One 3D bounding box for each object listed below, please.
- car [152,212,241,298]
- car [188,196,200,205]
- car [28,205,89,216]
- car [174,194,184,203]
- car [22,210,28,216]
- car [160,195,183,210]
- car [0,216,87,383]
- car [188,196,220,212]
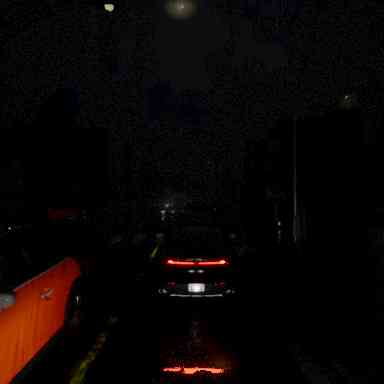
[{"bbox_3d":[0.103,1.502,8.512,1.837,1.490,4.892,0,0,0],"label":"car"},{"bbox_3d":[0.302,1.479,58.983,2.033,1.411,5.357,0,0,0],"label":"car"},{"bbox_3d":[-10.375,1.602,25.226,4.718,1.301,1.895,0,-1,-1],"label":"car"},{"bbox_3d":[-2.605,1.486,54.514,2.033,1.411,5.357,0,0,1],"label":"car"},{"bbox_3d":[-13.897,1.447,21.941,4.892,1.490,1.837,0,-1,-1],"label":"car"},{"bbox_3d":[-2.834,1.449,42.075,2.128,1.511,4.902,0,0,4],"label":"car"},{"bbox_3d":[-2.837,1.351,3.694,2.097,1.767,4.553,0,0,0],"label":"car"},{"bbox_3d":[1.272,1.531,36.095,1.812,1.442,4.674,1,1,-29],"label":"car"}]
